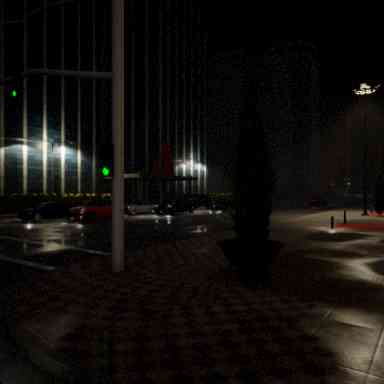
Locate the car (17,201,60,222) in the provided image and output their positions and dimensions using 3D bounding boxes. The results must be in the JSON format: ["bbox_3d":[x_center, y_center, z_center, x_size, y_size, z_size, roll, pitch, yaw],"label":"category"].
[{"bbox_3d":[-11.255,1.478,26.586,1.882,1.535,5.008,0,0,35],"label":"car"}]

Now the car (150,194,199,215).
[{"bbox_3d":[-1.731,1.352,34.126,2.097,1.767,4.553,0,0,35],"label":"car"}]

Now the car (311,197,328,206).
[{"bbox_3d":[20.488,1.505,53.430,1.837,1.490,4.892,0,0,35],"label":"car"}]

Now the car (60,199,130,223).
[{"bbox_3d":[-7.420,1.352,25.965,2.097,1.767,4.553,0,0,35],"label":"car"}]

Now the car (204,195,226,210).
[{"bbox_3d":[4.109,1.492,42.483,2.128,1.511,4.902,0,0,35],"label":"car"}]

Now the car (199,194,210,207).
[{"bbox_3d":[0.539,1.221,43.485,2.150,2.045,5.566,0,0,35],"label":"car"}]

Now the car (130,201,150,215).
[{"bbox_3d":[-5.593,1.601,34.712,1.895,1.301,4.718,0,0,35],"label":"car"}]
